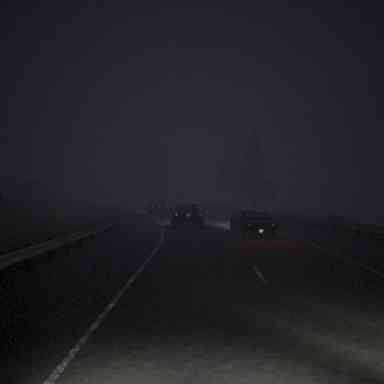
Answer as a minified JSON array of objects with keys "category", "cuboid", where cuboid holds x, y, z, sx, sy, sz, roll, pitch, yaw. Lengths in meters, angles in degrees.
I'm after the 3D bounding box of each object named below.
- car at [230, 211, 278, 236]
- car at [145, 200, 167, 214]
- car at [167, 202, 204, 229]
[{"category":"car","cuboid":[3.505,1.789,19.857,1.895,1.301,4.718,0,-1,-4]},{"category":"car","cuboid":[-4.418,1.723,40.796,2.097,1.767,4.553,0,-1,-18]},{"category":"car","cuboid":[-0.469,1.572,23.887,2.097,1.767,4.553,0,-1,-7]}]
